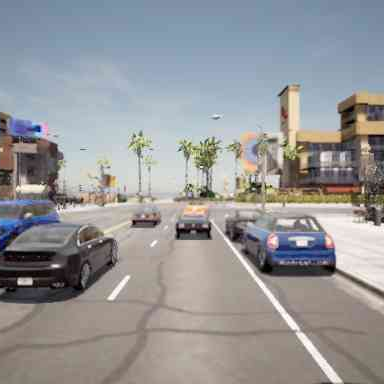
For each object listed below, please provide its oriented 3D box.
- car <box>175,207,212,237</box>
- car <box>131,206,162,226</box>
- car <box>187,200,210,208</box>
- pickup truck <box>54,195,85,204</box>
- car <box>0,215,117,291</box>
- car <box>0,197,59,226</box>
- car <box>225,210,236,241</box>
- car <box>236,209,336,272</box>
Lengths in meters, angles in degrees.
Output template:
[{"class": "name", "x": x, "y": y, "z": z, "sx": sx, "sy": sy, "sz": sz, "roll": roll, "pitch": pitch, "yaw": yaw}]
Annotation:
[{"class": "car", "x": 0.077, "y": 1.773, "z": 19.103, "sx": 1.895, "sy": 1.301, "sz": 4.718, "roll": 0, "pitch": -1, "yaw": 0}, {"class": "car", "x": -3.432, "y": 1.780, "z": 25.755, "sx": 2.033, "sy": 1.411, "sz": 5.357, "roll": 0, "pitch": -1, "yaw": 0}, {"class": "car", "x": 0.646, "y": 1.652, "z": 33.535, "sx": 2.097, "sy": 1.767, "sz": 4.553, "roll": 0, "pitch": -1, "yaw": 9}, {"class": "pickup truck", "x": -28.704, "y": 1.798, "z": 78.178, "sx": 6.274, "sy": 2.098, "sz": 2.390, "roll": 0, "pitch": -1, "yaw": 0}, {"class": "car", "x": -3.413, "y": 1.590, "z": 9.222, "sx": 1.837, "sy": 1.490, "sz": 4.892, "roll": 0, "pitch": 0, "yaw": 0}, {"class": "car", "x": -7.071, "y": 1.343, "z": 13.003, "sx": 2.150, "sy": 2.045, "sz": 5.566, "roll": 0, "pitch": -1, "yaw": 0}, {"class": "car", "x": 2.879, "y": 1.639, "z": 17.751, "sx": 2.097, "sy": 1.535, "sz": 5.008, "roll": 0, "pitch": -1, "yaw": 0}, {"class": "car", "x": 3.027, "y": 1.456, "z": 11.328, "sx": 2.185, "sy": 1.767, "sz": 4.553, "roll": 0, "pitch": -1, "yaw": 0}]
